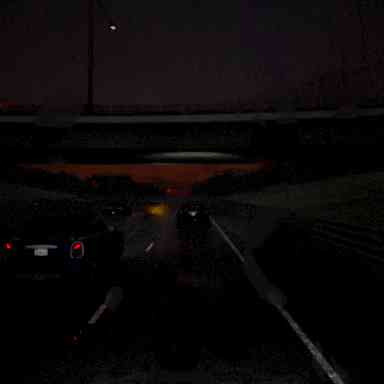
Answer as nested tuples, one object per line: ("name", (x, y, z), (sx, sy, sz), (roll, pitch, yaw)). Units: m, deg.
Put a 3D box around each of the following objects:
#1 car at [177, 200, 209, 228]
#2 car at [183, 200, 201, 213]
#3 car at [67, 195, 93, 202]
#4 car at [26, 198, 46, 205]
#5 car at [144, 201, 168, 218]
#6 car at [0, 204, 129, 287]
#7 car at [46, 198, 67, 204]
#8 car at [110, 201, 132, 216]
("car", (0.074, 1.458, 23.259), (2.097, 1.767, 4.553), (0, 0, 0))
("car", (0.037, 1.755, 41.357), (2.033, 1.411, 5.357), (0, 0, 0))
("car", (-17.612, 1.513, 53.557), (2.150, 2.045, 5.566), (0, 0, 0))
("car", (-24.608, 1.768, 53.154), (1.882, 1.535, 5.008), (0, 0, 0))
("car", (-3.435, 1.630, 32.134), (1.882, 1.535, 5.008), (0, 0, 0))
("car", (-3.410, 1.396, 9.646), (2.097, 1.767, 4.553), (0, 0, 0))
("car", (-21.112, 1.796, 53.444), (1.837, 1.490, 4.892), (0, 0, 0))
("car", (-6.935, 1.643, 31.778), (2.128, 1.511, 4.902), (0, 0, 0))
